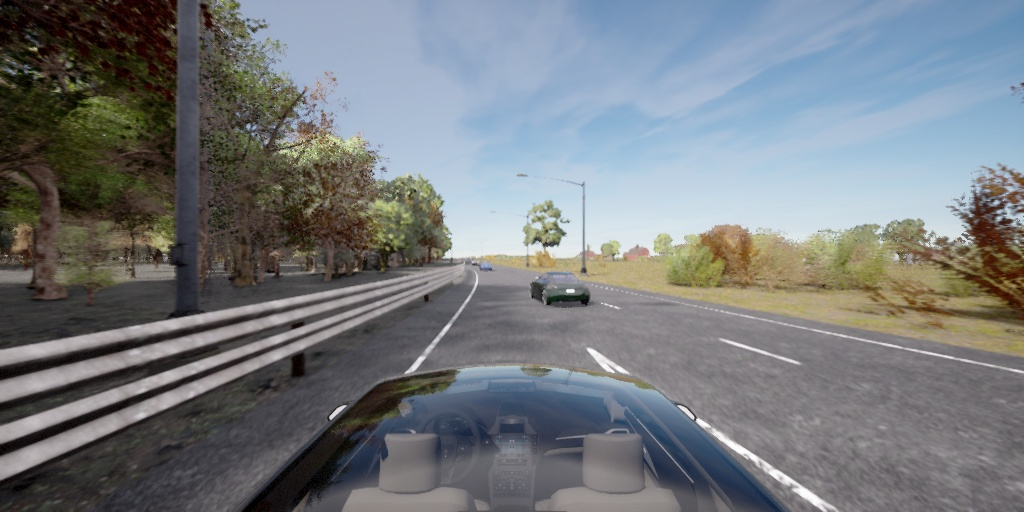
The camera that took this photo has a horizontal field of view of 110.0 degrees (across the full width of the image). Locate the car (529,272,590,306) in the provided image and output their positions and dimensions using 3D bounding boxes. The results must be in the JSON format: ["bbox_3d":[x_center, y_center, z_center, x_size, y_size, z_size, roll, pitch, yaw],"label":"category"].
[{"bbox_3d":[2.074,1.413,16.636,1.994,1.385,4.181,0,0,-9],"label":"car"}]

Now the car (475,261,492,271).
[{"bbox_3d":[-4.255,1.558,56.358,2.033,1.411,5.357,0,0,-9],"label":"car"}]
